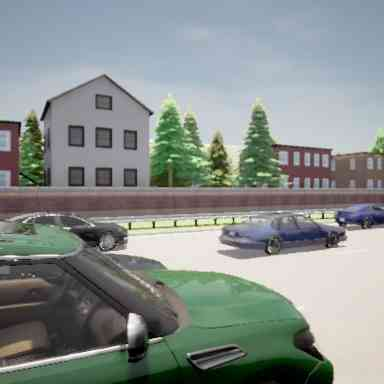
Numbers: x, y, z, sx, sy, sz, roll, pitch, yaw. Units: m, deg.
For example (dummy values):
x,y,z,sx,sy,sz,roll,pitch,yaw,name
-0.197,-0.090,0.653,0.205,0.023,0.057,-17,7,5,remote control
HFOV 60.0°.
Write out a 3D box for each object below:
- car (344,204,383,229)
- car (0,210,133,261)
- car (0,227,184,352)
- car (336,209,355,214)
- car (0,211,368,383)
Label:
x,y,z,sx,sy,sz,roll,pitch,yaw,name
11.001,1.494,20.935,4.674,1.442,1.812,0,0,-28,car
-4.867,1.498,12.483,4.892,1.490,1.837,0,0,-28,car
-2.640,1.524,5.740,4.674,1.442,1.812,0,0,-28,car
3.631,1.531,13.046,5.357,1.411,2.033,0,0,-28,car
-1.548,1.219,2.355,5.566,2.045,2.150,0,0,-28,car
